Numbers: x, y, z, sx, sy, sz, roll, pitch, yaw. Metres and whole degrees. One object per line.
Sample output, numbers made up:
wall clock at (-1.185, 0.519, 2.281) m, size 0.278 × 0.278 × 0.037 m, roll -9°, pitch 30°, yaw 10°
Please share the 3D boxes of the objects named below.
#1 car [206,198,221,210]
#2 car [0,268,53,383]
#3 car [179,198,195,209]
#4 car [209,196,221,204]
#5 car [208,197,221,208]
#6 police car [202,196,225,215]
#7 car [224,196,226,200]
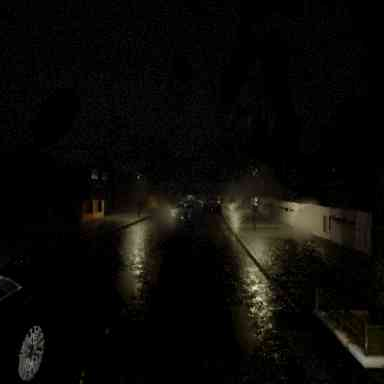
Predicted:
car at (2.831, 1.561, 43.681) m, size 1.812 × 1.442 × 4.674 m, roll 0°, pitch 0°, yaw 5°
car at (-2.809, 1.492, 2.562) m, size 2.128 × 1.511 × 4.902 m, roll 0°, pitch 0°, yaw 1°
car at (-0.620, 1.530, 45.762) m, size 2.128 × 1.511 × 4.902 m, roll 0°, pitch 0°, yaw 6°
car at (4.759, 1.535, 67.957) m, size 2.128 × 1.511 × 4.902 m, roll 0°, pitch 0°, yaw 8°
car at (3.403, 1.568, 49.627) m, size 1.812 × 1.442 × 4.674 m, roll 0°, pitch 0°, yaw 6°
police car at (2.044, 1.450, 33.866) m, size 1.930 × 1.638 × 5.238 m, roll 0°, pitch 0°, yaw 4°
car at (7.679, 1.575, 86.460) m, size 1.895 × 1.301 × 4.718 m, roll 0°, pitch 0°, yaw 10°
